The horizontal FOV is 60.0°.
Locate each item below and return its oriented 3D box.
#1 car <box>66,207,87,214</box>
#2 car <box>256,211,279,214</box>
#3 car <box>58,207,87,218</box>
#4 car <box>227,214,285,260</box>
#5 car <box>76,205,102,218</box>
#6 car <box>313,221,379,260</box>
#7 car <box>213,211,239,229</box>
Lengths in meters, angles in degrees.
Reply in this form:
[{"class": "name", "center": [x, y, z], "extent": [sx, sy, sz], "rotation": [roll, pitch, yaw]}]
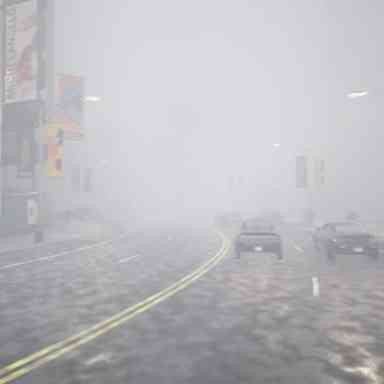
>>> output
[{"class": "car", "center": [-26.342, 4.158, 75.835], "extent": [4.892, 1.521, 2.231], "rotation": [-2, -2, 39]}, {"class": "car", "center": [6.723, 2.433, 30.334], "extent": [2.128, 1.511, 4.902], "rotation": [0, -2, -10]}, {"class": "car", "center": [-19.121, 3.458, 52.335], "extent": [4.718, 1.301, 1.895], "rotation": [-2, -2, 40]}, {"class": "car", "center": [2.946, 1.953, 14.617], "extent": [2.128, 1.511, 4.902], "rotation": [-1, -2, 12]}, {"class": "car", "center": [-17.355, 3.167, 55.433], "extent": [5.566, 2.045, 2.150], "rotation": [-2, -3, 40]}, {"class": "car", "center": [6.406, 1.944, 14.163], "extent": [1.812, 1.442, 4.674], "rotation": [-1, -2, 11]}, {"class": "car", "center": [3.218, 2.454, 30.124], "extent": [2.128, 1.511, 4.902], "rotation": [0, -2, -10]}]
